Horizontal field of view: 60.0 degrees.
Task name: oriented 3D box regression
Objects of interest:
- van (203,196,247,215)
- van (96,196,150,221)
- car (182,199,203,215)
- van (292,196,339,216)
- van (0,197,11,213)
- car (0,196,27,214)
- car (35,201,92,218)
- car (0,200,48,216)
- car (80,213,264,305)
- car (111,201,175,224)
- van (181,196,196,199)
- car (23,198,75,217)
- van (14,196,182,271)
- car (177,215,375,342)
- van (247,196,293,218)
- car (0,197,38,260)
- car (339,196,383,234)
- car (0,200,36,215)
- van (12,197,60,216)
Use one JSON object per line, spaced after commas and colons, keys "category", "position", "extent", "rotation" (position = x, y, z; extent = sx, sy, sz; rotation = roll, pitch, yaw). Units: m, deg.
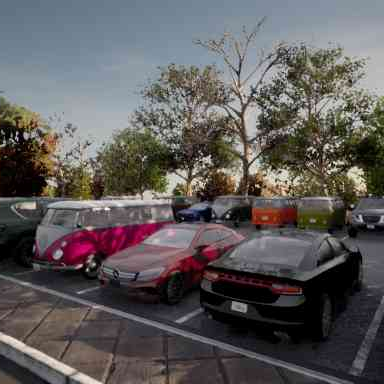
{"category": "van", "position": [2.900, 1.224, 22.100], "extent": [1.878, 1.987, 4.442], "rotation": [0, 0, 36]}
{"category": "van", "position": [-5.851, 1.349, 28.653], "extent": [1.878, 1.987, 4.442], "rotation": [-1, -1, 36]}
{"category": "car", "position": [0.842, 1.468, 23.723], "extent": [2.097, 1.535, 5.008], "rotation": [-1, -1, 36]}
{"category": "van", "position": [7.547, 1.241, 19.060], "extent": [1.878, 1.987, 4.442], "rotation": [0, 0, 36]}
{"category": "van", "position": [-26.217, 1.695, 43.236], "extent": [1.878, 1.987, 4.442], "rotation": [-1, -1, 36]}
{"category": "car", "position": [-23.919, 1.616, 41.479], "extent": [2.435, 2.045, 5.566], "rotation": [-1, -1, 36]}
{"category": "car", "position": [-12.779, 1.683, 33.463], "extent": [2.097, 1.535, 5.008], "rotation": [-1, -1, 36]}
{"category": "car", "position": [-19.435, 1.789, 38.227], "extent": [2.231, 1.521, 4.892], "rotation": [-1, -1, 36]}
{"category": "car", "position": [-0.145, 1.509, 8.340], "extent": [2.002, 1.452, 4.674], "rotation": [0, 0, 36]}
{"category": "car", "position": [-3.771, 1.536, 26.793], "extent": [1.946, 1.575, 5.366], "rotation": [-1, -1, 36]}
{"category": "van", "position": [-1.484, 1.278, 25.238], "extent": [1.878, 1.987, 4.442], "rotation": [-1, -1, 36]}
{"category": "car", "position": [-14.946, 1.591, 34.982], "extent": [2.185, 1.767, 4.553], "rotation": [-1, -1, 36]}
{"category": "van", "position": [-2.471, 1.234, 9.859], "extent": [1.878, 1.987, 4.442], "rotation": [0, 0, 36]}
{"category": "car", "position": [2.107, 1.478, 6.718], "extent": [2.097, 1.535, 5.008], "rotation": [0, 0, 36]}
{"category": "van", "position": [5.396, 1.233, 20.600], "extent": [1.878, 1.987, 4.442], "rotation": [0, 0, 36]}
{"category": "car", "position": [-4.644, 1.200, 11.593], "extent": [2.435, 2.045, 5.566], "rotation": [0, 0, 36]}
{"category": "car", "position": [9.715, 1.225, 17.329], "extent": [2.435, 2.045, 5.566], "rotation": [0, 0, 36]}
{"category": "car", "position": [-21.788, 1.823, 39.693], "extent": [1.946, 1.575, 5.366], "rotation": [-1, -1, 36]}
{"category": "van", "position": [-17.113, 1.527, 36.716], "extent": [1.878, 1.987, 4.442], "rotation": [-1, -1, 36]}
